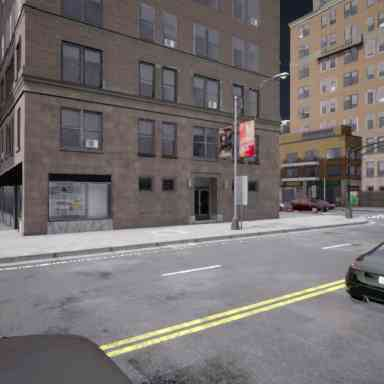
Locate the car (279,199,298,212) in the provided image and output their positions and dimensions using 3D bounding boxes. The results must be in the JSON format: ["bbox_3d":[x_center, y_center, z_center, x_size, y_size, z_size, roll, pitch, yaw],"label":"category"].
[{"bbox_3d":[9.218,1.419,37.265,1.967,1.590,4.097,0,0,-35],"label":"car"}]

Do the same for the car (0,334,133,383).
[{"bbox_3d":[-2.782,1.548,1.461,5.357,1.411,2.033,0,0,-35],"label":"car"}]

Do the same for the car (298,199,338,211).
[{"bbox_3d":[15.788,1.576,41.872,1.947,1.339,4.313,0,0,-35],"label":"car"}]

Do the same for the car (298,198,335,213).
[{"bbox_3d":[12.679,1.467,36.746,1.882,1.535,5.008,0,0,-35],"label":"car"}]

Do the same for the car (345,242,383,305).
[{"bbox_3d":[5.136,1.564,7.075,4.181,1.385,1.994,0,0,-35],"label":"car"}]
